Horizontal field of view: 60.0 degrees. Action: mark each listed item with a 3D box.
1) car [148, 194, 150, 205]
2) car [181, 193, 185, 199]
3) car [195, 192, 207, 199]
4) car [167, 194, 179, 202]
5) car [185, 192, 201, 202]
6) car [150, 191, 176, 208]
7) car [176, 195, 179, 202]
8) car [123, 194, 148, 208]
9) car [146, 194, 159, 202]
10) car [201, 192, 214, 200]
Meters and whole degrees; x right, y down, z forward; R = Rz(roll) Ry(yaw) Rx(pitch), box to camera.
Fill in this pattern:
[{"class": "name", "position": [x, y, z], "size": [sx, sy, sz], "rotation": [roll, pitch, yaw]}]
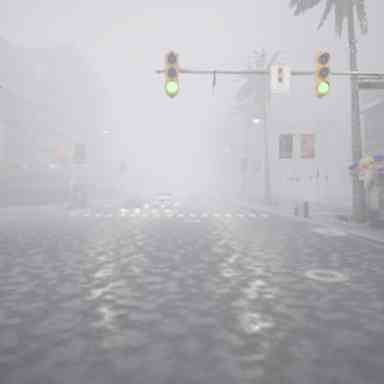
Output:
[{"class": "car", "position": [-7.029, 1.167, 49.179], "size": [1.994, 1.385, 4.181], "rotation": [0, 0, 0]}, {"class": "car", "position": [-1.455, 0.894, 80.116], "size": [2.033, 1.411, 5.357], "rotation": [0, 0, -12]}, {"class": "car", "position": [2.168, 0.835, 79.701], "size": [1.882, 1.535, 5.008], "rotation": [0, 0, -12]}, {"class": "car", "position": [-3.492, 1.106, 61.352], "size": [1.895, 1.301, 4.718], "rotation": [0, 0, 0]}, {"class": "car", "position": [0.109, 1.002, 58.935], "size": [1.882, 1.535, 5.008], "rotation": [0, 0, 0]}, {"class": "car", "position": [-3.522, 0.884, 41.747], "size": [2.150, 2.045, 5.566], "rotation": [0, 0, 1]}, {"class": "car", "position": [-3.509, 1.112, 51.258], "size": [1.812, 1.442, 4.674], "rotation": [0, 0, 1]}, {"class": "car", "position": [-7.035, 1.025, 40.550], "size": [2.097, 1.767, 4.553], "rotation": [0, 0, 1]}, {"class": "car", "position": [-6.992, 1.047, 59.330], "size": [1.812, 1.442, 4.674], "rotation": [0, 0, 0]}, {"class": "car", "position": [3.382, 0.965, 69.392], "size": [2.128, 1.511, 4.902], "rotation": [0, 0, -4]}]
